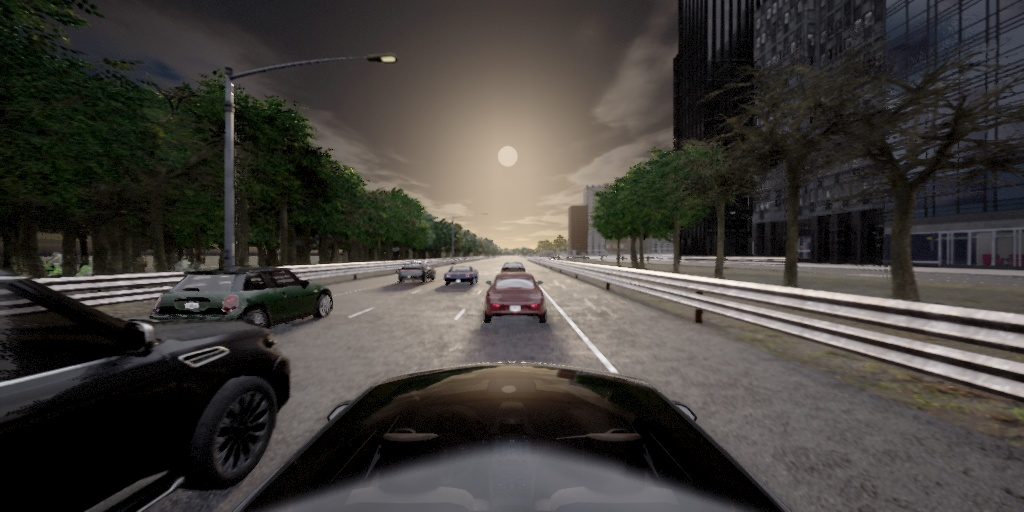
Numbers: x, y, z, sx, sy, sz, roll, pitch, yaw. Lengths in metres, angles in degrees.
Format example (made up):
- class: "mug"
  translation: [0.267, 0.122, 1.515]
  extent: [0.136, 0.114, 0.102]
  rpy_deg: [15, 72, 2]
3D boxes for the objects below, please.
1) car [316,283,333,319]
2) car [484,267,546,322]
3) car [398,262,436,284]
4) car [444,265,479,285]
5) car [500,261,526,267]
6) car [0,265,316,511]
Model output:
- class: "car"
  translation: [-6.904, 1.082, 9.861]
  extent: [2.097, 1.767, 4.553]
  rpy_deg: [0, 0, 0]
- class: "car"
  translation: [0.085, 1.250, 12.000]
  extent: [1.812, 1.442, 4.674]
  rpy_deg: [0, 0, 0]
- class: "car"
  translation: [-6.900, 1.174, 26.472]
  extent: [2.128, 1.511, 4.902]
  rpy_deg: [0, 0, 0]
- class: "car"
  translation: [-3.401, 1.288, 24.965]
  extent: [1.895, 1.301, 4.718]
  rpy_deg: [0, 0, 0]
- class: "car"
  translation: [0.100, 1.156, 27.997]
  extent: [1.882, 1.535, 5.008]
  rpy_deg: [0, 0, 0]
- class: "car"
  translation: [-3.418, 0.974, 1.414]
  extent: [2.150, 2.045, 5.566]
  rpy_deg: [0, 0, 0]
